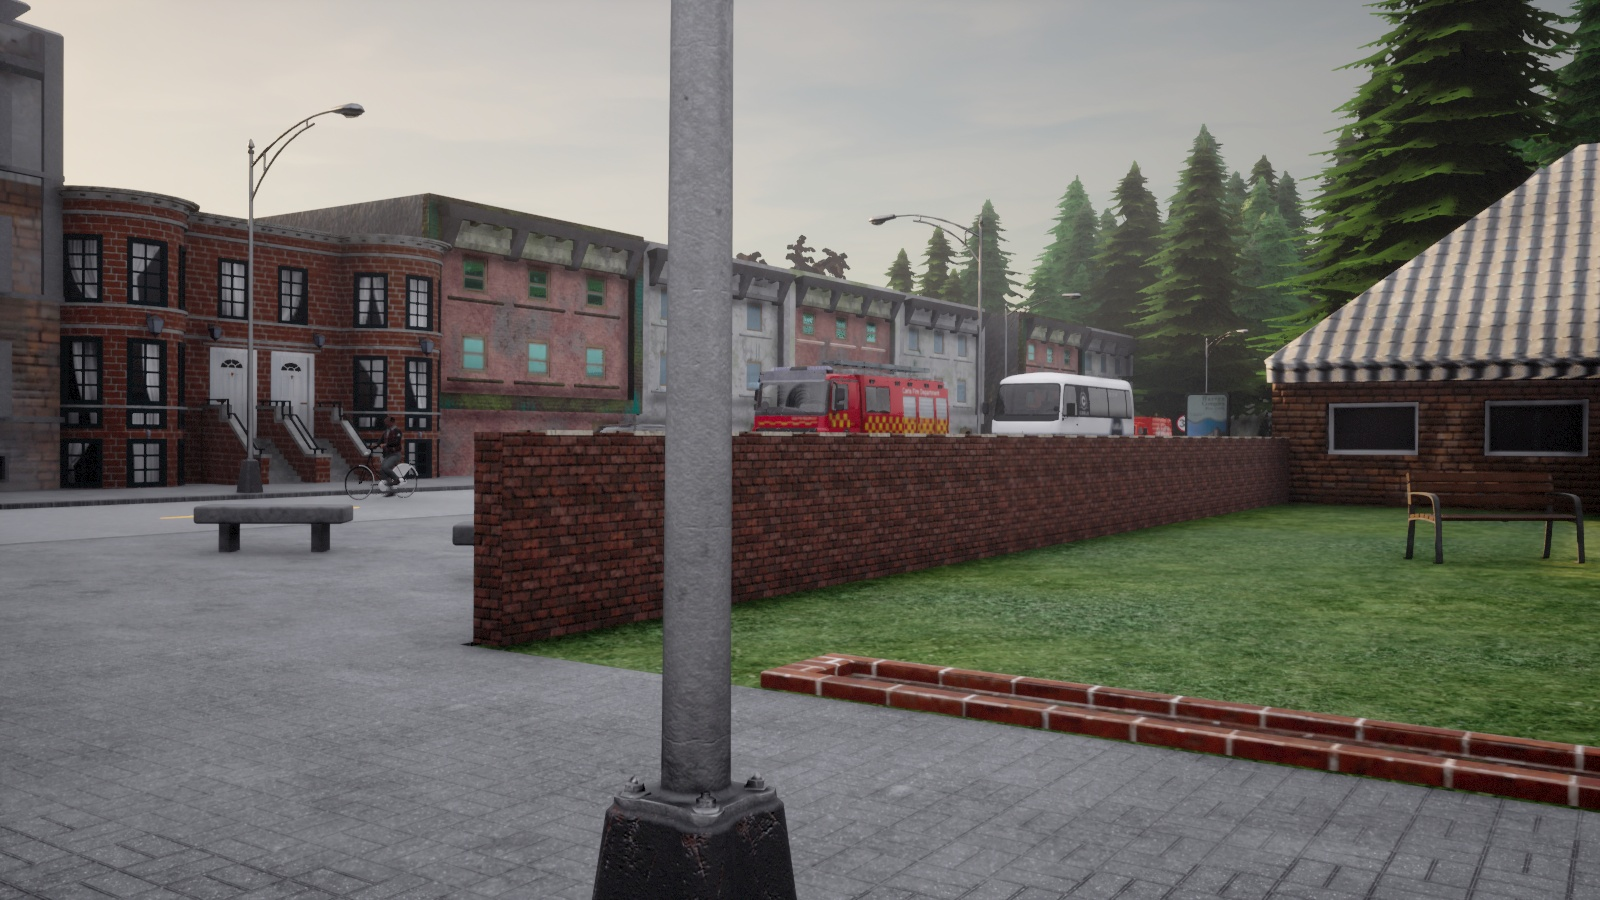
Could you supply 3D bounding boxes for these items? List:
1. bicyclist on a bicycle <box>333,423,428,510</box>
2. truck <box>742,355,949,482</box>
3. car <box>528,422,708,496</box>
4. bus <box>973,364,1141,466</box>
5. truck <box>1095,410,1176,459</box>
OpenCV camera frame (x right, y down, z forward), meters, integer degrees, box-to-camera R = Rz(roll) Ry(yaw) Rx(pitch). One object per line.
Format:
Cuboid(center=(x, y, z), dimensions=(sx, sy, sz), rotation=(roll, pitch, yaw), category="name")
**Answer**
Cuboid(center=(-8.762, 0.322, 26.306), dimensions=(0.659, 1.776, 1.843), rotation=(0, 1, 34), category="bicyclist on a bicycle")
Cuboid(center=(1.741, -1.024, 42.074), dimensions=(2.891, 3.827, 8.468), rotation=(0, 1, 34), category="truck")
Cuboid(center=(-4.611, 0.187, 32.551), dimensions=(2.097, 1.767, 4.553), rotation=(0, 1, 34), category="car")
Cuboid(center=(11.945, -1.537, 57.365), dimensions=(3.944, 4.253, 10.273), rotation=(0, 1, 33), category="bus")
Cuboid(center=(17.687, -0.816, 66.006), dimensions=(2.627, 2.467, 5.204), rotation=(0, 1, 33), category="truck")
